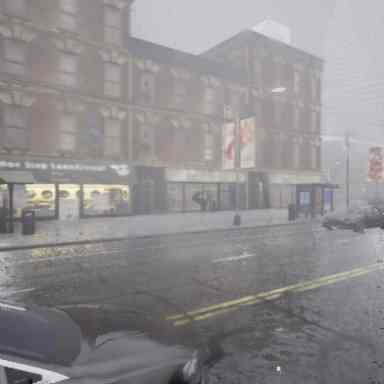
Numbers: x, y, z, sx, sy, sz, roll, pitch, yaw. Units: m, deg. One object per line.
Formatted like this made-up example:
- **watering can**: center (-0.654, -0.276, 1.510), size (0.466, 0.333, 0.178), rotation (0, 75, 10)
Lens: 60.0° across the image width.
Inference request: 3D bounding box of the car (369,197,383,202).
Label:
- **car**: center (31.522, 1.543, 55.091), size (2.033, 1.411, 5.357), rotation (0, 0, -3)

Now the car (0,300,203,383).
- **car**: center (-2.126, 1.492, 2.229), size (4.902, 1.511, 2.128), rotation (0, 0, -35)

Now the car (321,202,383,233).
- **car**: center (9.914, 1.545, 19.656), size (5.357, 1.411, 2.033), rotation (0, 0, -35)
